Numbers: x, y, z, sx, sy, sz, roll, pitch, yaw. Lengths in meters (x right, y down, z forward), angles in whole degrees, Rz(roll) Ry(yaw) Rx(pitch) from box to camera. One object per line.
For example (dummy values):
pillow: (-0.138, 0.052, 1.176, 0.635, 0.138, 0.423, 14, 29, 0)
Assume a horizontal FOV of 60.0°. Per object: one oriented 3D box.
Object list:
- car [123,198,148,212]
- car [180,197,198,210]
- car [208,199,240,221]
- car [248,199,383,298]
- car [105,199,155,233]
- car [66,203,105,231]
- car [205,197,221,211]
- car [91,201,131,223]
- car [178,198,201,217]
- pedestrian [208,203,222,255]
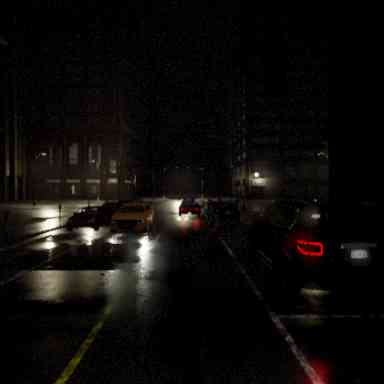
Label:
car: (-6.086, 1.359, 36.407, 2.008, 1.369, 4.403, 0, 0, -1)
car: (-0.347, 1.358, 39.594, 1.994, 1.385, 4.181, 0, 0, -1)
car: (2.539, 1.431, 25.212, 1.947, 1.339, 4.313, 0, 0, -1)
car: (2.927, 1.177, 8.553, 2.150, 2.045, 5.566, 0, 0, -1)
car: (-3.264, 1.373, 18.967, 1.882, 1.535, 5.008, 0, 0, 0)
car: (-5.936, 1.475, 19.498, 1.802, 1.307, 4.206, 0, 0, -1)
car: (2.439, 1.249, 36.483, 1.967, 1.590, 4.097, 0, 0, -1)
car: (-5.986, 1.430, 25.134, 1.947, 1.339, 4.313, 0, 0, -1)
car: (-0.205, 1.443, 29.625, 1.895, 1.301, 4.718, 0, 0, 0)
pedestrian: (0.763, 1.232, 11.407, 0.375, 1.860, 0.375, 0, 1, -11)
